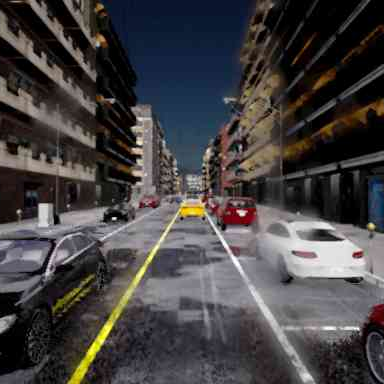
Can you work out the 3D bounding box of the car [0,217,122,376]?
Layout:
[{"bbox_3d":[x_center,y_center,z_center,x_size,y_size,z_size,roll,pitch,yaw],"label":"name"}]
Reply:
[{"bbox_3d":[-2.852,1.457,5.745,2.128,1.511,4.902,0,0,0],"label":"car"}]

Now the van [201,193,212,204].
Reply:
[{"bbox_3d":[2.520,1.079,58.055,1.690,1.788,3.998,1,0,0],"label":"van"}]

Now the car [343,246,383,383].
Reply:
[{"bbox_3d":[3.022,1.512,2.250,1.812,1.442,4.674,0,0,0],"label":"car"}]

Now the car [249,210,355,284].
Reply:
[{"bbox_3d":[3.004,1.471,9.290,1.812,1.442,4.674,0,0,-1],"label":"car"}]

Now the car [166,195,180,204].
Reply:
[{"bbox_3d":[-2.786,1.291,56.193,2.033,1.411,5.357,0,0,0],"label":"car"}]

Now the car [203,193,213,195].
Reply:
[{"bbox_3d":[2.524,1.069,52.523,2.192,1.841,5.009,1,0,0],"label":"car"}]

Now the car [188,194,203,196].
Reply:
[{"bbox_3d":[0.060,1.135,43.505,2.097,1.767,4.553,0,0,0],"label":"car"}]

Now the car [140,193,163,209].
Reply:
[{"bbox_3d":[-5.315,1.106,41.511,2.192,1.841,5.009,1,0,0],"label":"car"}]

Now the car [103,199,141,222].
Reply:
[{"bbox_3d":[-5.311,1.428,24.922,1.947,1.339,4.313,1,0,0],"label":"car"}]

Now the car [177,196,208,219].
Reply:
[{"bbox_3d":[0.062,1.330,27.037,1.882,1.535,5.008,0,1,0],"label":"car"}]

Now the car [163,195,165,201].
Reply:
[{"bbox_3d":[-5.324,1.316,47.043,1.887,1.381,4.507,1,0,0],"label":"car"}]

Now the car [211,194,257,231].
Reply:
[{"bbox_3d":[2.544,1.206,19.334,2.192,1.841,5.009,1,0,0],"label":"car"}]

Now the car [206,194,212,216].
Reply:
[{"bbox_3d":[2.534,1.278,30.398,1.967,1.590,4.097,1,0,0],"label":"car"}]
